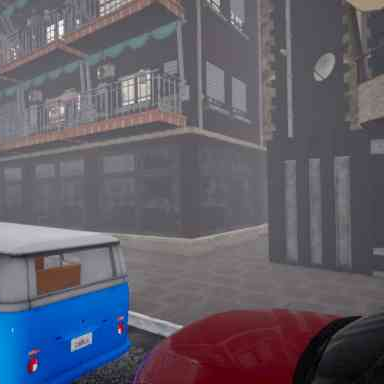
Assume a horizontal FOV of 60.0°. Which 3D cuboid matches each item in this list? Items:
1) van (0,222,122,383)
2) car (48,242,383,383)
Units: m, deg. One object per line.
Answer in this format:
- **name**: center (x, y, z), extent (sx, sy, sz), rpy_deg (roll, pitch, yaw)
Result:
- **van**: center (-2.671, 1.343, 4.581), extent (3.998, 1.788, 1.690), rpy_deg (0, -1, 35)
- **car**: center (1.850, 1.315, 1.395), extent (5.009, 1.841, 2.192), rpy_deg (0, -1, 35)
